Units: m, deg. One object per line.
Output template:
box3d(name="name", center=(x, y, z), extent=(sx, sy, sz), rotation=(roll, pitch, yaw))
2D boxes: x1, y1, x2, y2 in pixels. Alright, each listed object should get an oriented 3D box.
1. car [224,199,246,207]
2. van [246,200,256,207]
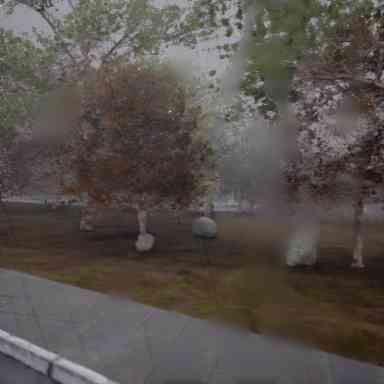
box3d(name="car", center=(11.023, 2.903, 88.156), extent=(5.566, 2.045, 2.435), rotation=(4, 0, -45))
box3d(name="van", center=(14.892, 3.171, 91.996), extent=(4.442, 1.987, 1.878), rotation=(4, 0, -45))
